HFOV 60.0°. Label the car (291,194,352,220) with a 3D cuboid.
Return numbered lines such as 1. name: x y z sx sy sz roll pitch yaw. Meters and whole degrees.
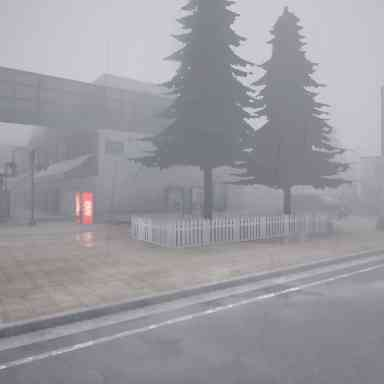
1. car: 10.786 1.206 28.682 2.150 2.045 5.566 0 0 -34
